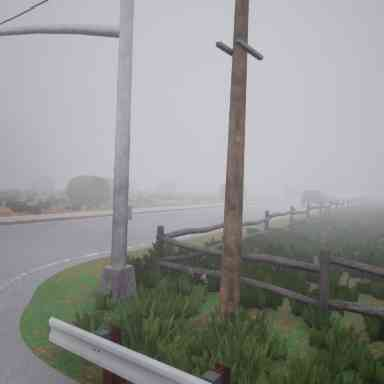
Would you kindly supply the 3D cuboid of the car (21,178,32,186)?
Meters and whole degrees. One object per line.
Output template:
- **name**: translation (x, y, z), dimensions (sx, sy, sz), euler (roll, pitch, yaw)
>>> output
- **car**: translation (-39.164, -2.324, 79.241), dimensions (1.905, 1.878, 3.866), euler (8, 2, -13)

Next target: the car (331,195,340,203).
- **car**: translation (21.172, 1.133, 50.723), dimensions (1.994, 1.385, 4.181), euler (3, 2, 33)

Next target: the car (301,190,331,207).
- **car**: translation (15.418, 0.811, 41.827), dimensions (2.150, 2.045, 5.566), euler (3, 2, 34)
